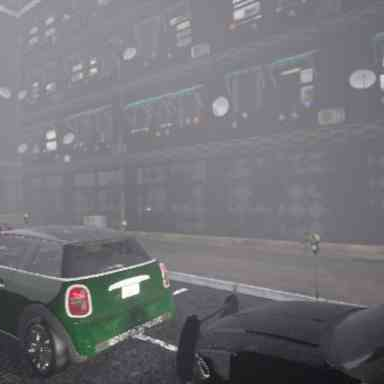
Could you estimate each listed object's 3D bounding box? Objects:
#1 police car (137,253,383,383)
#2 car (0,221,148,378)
[{"bbox_3d":[2.197,1.436,2.383,5.238,1.638,1.930,0,0,36],"label":"police car"},{"bbox_3d":[-2.565,1.373,5.802,4.553,1.767,2.097,0,0,36],"label":"car"}]
